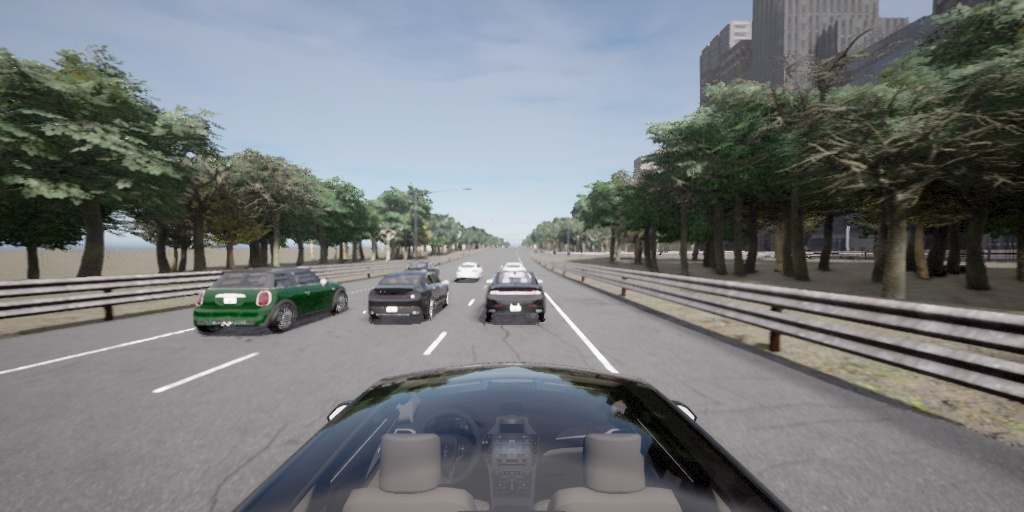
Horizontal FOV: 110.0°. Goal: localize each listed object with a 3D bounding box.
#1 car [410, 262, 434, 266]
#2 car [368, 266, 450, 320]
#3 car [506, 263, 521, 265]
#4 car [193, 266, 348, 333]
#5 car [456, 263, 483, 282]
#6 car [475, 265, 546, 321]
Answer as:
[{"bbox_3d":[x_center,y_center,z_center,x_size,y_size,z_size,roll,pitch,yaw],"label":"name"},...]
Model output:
[{"bbox_3d":[-6.897,1.231,27.969,2.128,1.511,4.902,0,0,0],"label":"car"},{"bbox_3d":[-3.399,1.261,12.569,1.837,1.490,4.892,0,0,0],"label":"car"},{"bbox_3d":[0.117,1.262,28.977,1.812,1.442,4.674,0,0,0],"label":"car"},{"bbox_3d":[-6.902,1.109,10.918,2.097,1.767,4.553,0,0,0],"label":"car"},{"bbox_3d":[-3.395,1.263,28.959,1.812,1.442,4.674,0,0,0],"label":"car"},{"bbox_3d":[0.101,1.247,12.424,2.128,1.511,4.902,0,0,0],"label":"car"}]
